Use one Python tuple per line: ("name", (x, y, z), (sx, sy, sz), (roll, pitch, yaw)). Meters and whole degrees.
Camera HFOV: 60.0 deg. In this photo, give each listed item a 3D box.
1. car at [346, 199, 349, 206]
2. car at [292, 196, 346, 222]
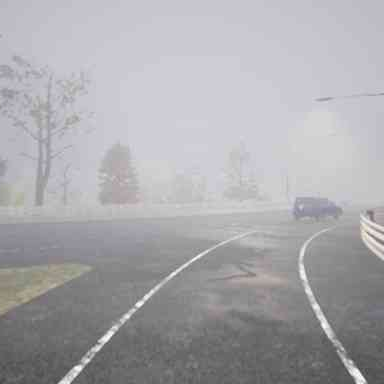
("car", (30.883, 2.056, 67.563), (1.895, 1.301, 4.718), (0, 0, 25))
("car", (10.806, 1.413, 28.705), (5.566, 2.045, 2.150), (0, 0, -42))
